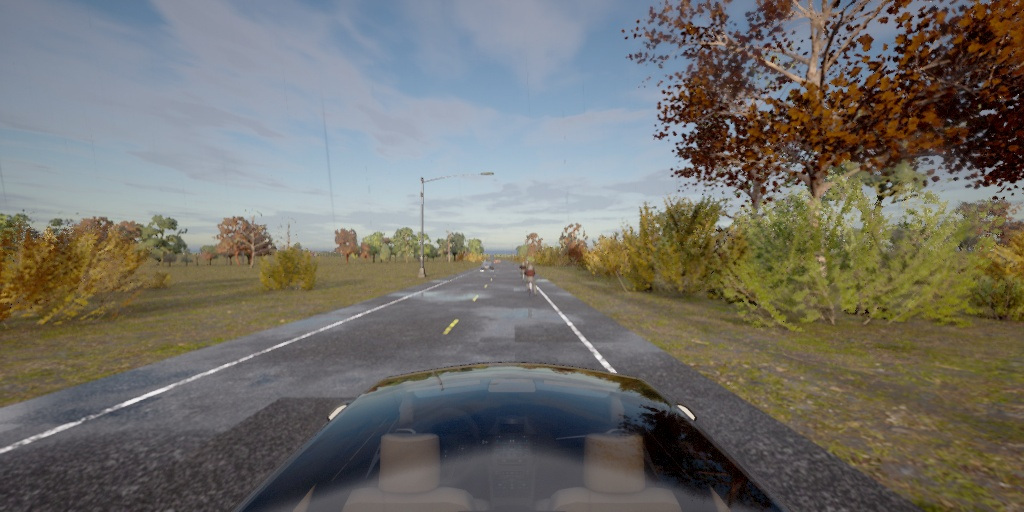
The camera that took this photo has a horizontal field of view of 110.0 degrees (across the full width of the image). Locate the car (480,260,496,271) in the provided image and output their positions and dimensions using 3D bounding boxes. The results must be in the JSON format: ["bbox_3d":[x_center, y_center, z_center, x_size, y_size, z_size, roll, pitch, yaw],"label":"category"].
[{"bbox_3d":[-3.930,1.552,57.140,1.812,1.442,4.674,0,0,-1],"label":"car"}]

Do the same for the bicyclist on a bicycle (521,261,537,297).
[{"bbox_3d":[0.926,1.202,18.326,0.659,1.776,1.843,0,0,0],"label":"bicyclist on a bicycle"}]

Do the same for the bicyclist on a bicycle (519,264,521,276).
[{"bbox_3d":[0.877,1.251,28.339,0.659,1.776,1.843,0,0,0],"label":"bicyclist on a bicycle"}]
